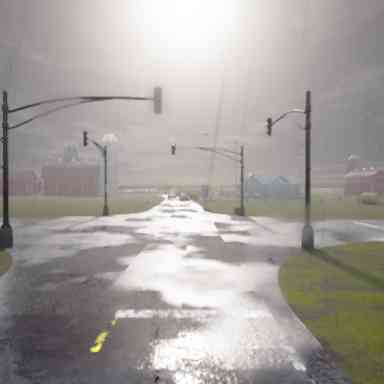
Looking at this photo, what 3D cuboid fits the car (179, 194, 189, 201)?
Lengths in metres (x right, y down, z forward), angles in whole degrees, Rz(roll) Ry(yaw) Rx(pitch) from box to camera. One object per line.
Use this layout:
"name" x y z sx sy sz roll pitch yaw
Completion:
"car" -1.609 1.352 72.427 1.895 1.301 4.718 0 0 -3

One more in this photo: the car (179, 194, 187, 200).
"car" -2.204 1.155 82.411 1.837 1.490 4.892 0 0 -4

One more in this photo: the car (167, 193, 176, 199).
"car" -4.590 0.896 76.429 1.812 1.442 4.674 0 0 -3
